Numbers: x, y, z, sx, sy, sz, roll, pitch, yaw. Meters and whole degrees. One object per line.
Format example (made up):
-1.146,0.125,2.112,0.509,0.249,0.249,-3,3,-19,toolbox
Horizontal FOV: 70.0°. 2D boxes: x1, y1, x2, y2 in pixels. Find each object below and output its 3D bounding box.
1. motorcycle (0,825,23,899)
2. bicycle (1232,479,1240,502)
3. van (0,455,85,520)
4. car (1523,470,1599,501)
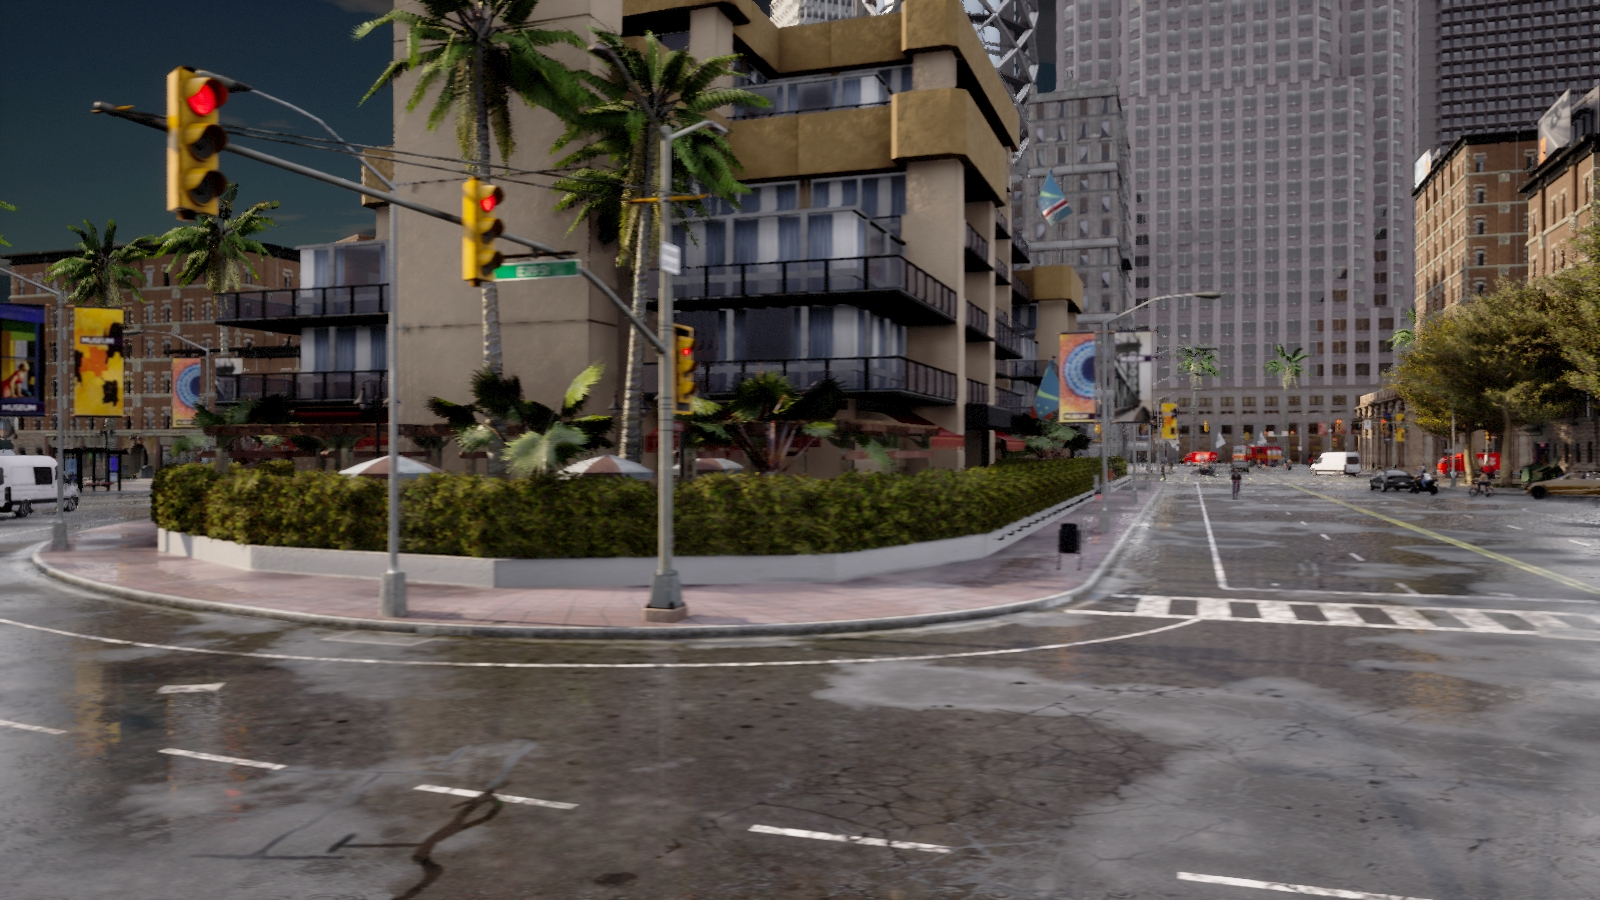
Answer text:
-4.446,2.211,4.919,2.033,1.145,0.803,0,0,21,motorcycle
23.794,2.212,62.350,0.329,1.171,1.835,0,0,19,bicycle
-33.126,1.521,48.779,1.988,2.561,5.915,0,0,-6,van
43.816,1.999,64.399,5.027,1.651,2.152,0,0,36,car
